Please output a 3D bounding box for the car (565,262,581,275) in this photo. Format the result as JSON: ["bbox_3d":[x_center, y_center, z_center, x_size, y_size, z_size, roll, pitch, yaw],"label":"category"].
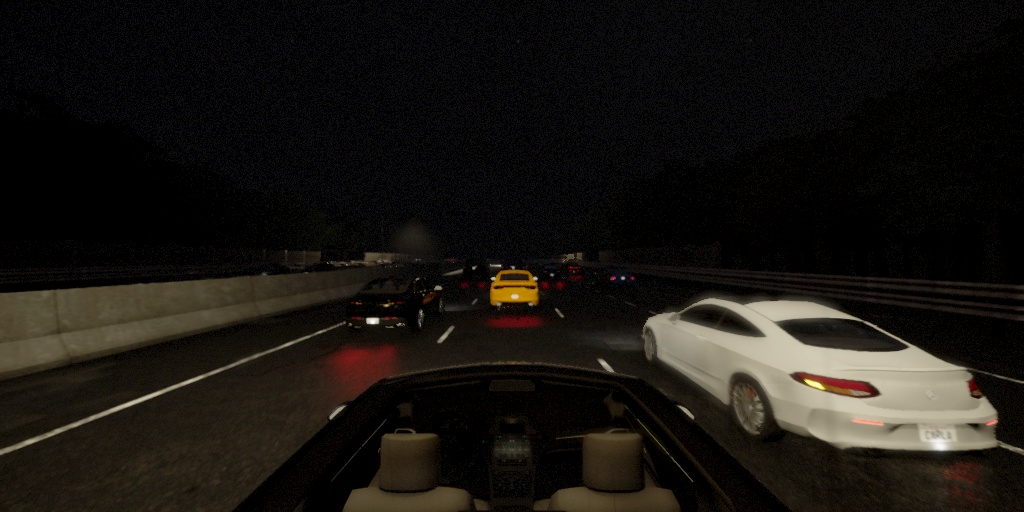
[{"bbox_3d":[7.118,1.503,43.461,1.837,1.490,4.892,0,0,0],"label":"car"}]

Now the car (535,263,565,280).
[{"bbox_3d":[3.515,1.494,33.715,1.812,1.442,4.674,0,0,0],"label":"car"}]

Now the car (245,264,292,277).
[{"bbox_3d":[-24.580,1.524,36.111,2.033,1.411,5.357,0,0,0],"label":"car"}]

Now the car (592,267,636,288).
[{"bbox_3d":[7.102,1.484,25.410,2.033,1.411,5.357,0,0,0],"label":"car"}]

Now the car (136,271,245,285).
[{"bbox_3d":[-17.591,1.509,19.769,1.895,1.301,4.718,0,0,0],"label":"car"}]

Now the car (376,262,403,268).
[{"bbox_3d":[-14.077,1.589,39.840,1.895,1.301,4.718,0,0,0],"label":"car"}]

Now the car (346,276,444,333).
[{"bbox_3d":[-3.395,1.353,11.167,1.837,1.490,4.892,0,0,0],"label":"car"}]

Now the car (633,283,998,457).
[{"bbox_3d":[3.502,1.316,5.252,1.812,1.442,4.674,0,-1,0],"label":"car"}]

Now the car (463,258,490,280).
[{"bbox_3d":[-3.385,1.193,34.693,2.150,2.045,5.566,0,0,0],"label":"car"}]

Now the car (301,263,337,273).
[{"bbox_3d":[-21.072,1.492,39.340,1.837,1.490,4.892,0,0,0],"label":"car"}]

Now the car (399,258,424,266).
[{"bbox_3d":[-17.498,1.499,62.799,2.128,1.511,4.902,0,0,1],"label":"car"}]

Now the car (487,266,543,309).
[{"bbox_3d":[0.107,1.361,15.688,1.882,1.535,5.008,0,0,0],"label":"car"}]

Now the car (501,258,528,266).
[{"bbox_3d":[0.116,1.195,35.070,2.150,2.045,5.566,0,0,0],"label":"car"}]

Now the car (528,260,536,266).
[{"bbox_3d":[3.525,1.573,56.921,1.994,1.385,4.181,0,0,0],"label":"car"}]
